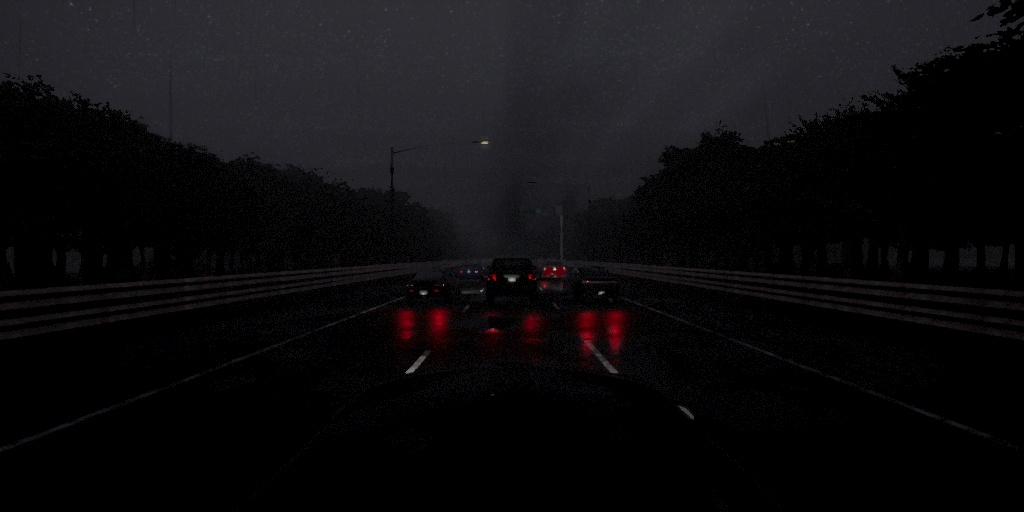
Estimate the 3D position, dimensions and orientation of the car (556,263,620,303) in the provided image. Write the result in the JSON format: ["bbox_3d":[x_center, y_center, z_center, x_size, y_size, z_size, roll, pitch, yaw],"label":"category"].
[{"bbox_3d":[3.500,1.248,16.500,2.128,1.511,4.902,0,0,0],"label":"car"}]

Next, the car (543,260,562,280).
[{"bbox_3d":[3.500,1.133,31.470,2.097,1.767,4.553,0,0,0],"label":"car"}]

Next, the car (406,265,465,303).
[{"bbox_3d":[-3.500,1.285,16.500,1.812,1.442,4.674,0,0,0],"label":"car"}]

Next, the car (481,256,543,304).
[{"bbox_3d":[0.000,1.010,16.530,2.150,2.045,5.566,0,0,0],"label":"car"}]

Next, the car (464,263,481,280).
[{"bbox_3d":[-3.500,1.330,31.500,2.033,1.411,5.357,0,0,0],"label":"car"}]
